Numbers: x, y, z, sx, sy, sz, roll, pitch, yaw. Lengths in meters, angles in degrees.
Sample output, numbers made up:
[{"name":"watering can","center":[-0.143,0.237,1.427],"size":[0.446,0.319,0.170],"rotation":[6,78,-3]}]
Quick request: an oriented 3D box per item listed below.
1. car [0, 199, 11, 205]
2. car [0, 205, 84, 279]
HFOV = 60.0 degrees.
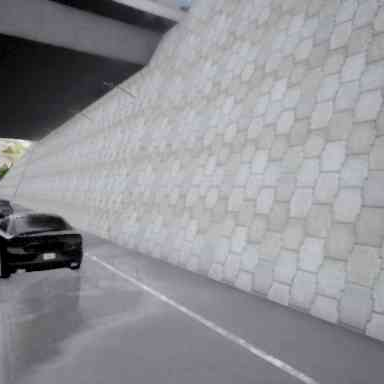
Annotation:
[{"name":"car","center":[-13.072,1.185,22.320],"size":[2.033,1.411,5.357],"rotation":[0,1,-33]},{"name":"car","center":[-4.669,1.321,9.791],"size":[1.882,1.535,5.008],"rotation":[0,1,-33]}]
